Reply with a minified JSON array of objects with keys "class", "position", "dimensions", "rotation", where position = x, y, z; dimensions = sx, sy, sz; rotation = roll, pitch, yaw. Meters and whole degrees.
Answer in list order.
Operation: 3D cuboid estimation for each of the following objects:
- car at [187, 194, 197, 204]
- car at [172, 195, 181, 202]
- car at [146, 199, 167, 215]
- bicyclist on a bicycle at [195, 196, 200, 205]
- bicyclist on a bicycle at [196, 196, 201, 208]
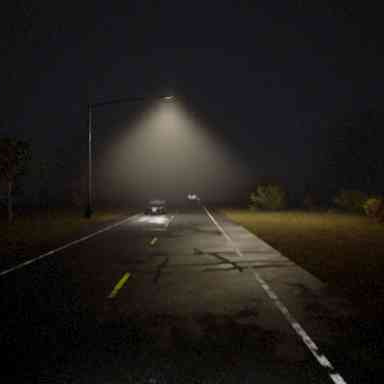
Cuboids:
[{"class":"car","position":[-0.009,1.588,63.611],"dimensions":[1.895,1.301,4.718],"rotation":[0,0,0]},{"class":"car","position":[-3.510,1.355,75.313],"dimensions":[1.882,1.535,5.008],"rotation":[0,0,0]},{"class":"car","position":[-3.600,1.506,34.199],"dimensions":[2.128,1.511,4.902],"rotation":[0,0,0]},{"class":"bicyclist on a bicycle","position":[0.954,1.432,56.387],"dimensions":[0.866,1.612,1.509],"rotation":[0,0,0]},{"class":"bicyclist on a bicycle","position":[0.952,1.441,48.484],"dimensions":[0.866,1.612,1.509],"rotation":[0,0,0]}]
